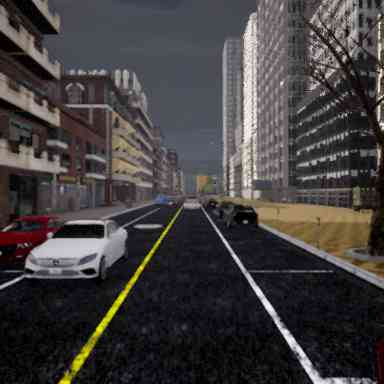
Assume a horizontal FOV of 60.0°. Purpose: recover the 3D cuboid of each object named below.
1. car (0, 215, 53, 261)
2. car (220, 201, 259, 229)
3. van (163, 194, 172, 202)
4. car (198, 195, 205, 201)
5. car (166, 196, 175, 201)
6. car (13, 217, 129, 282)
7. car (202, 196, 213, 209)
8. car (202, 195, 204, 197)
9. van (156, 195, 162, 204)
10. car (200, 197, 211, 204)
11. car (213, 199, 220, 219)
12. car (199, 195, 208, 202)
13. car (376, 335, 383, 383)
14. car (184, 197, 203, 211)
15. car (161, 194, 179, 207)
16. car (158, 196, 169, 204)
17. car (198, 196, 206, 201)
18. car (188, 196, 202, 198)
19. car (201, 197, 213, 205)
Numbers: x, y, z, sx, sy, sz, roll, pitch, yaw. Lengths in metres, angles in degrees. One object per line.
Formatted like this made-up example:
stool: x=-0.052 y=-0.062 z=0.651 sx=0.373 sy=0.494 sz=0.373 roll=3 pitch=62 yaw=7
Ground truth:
car: x=-5.691 y=1.555 z=11.999 sx=1.887 sy=1.381 sz=4.507 roll=0 pitch=0 yaw=0
car: x=3.136 y=1.519 z=21.911 sx=1.837 sy=1.490 sz=4.892 roll=0 pitch=0 yaw=0
van: x=-5.720 y=1.446 z=78.274 sx=1.690 sy=1.788 sz=3.998 roll=0 pitch=0 yaw=0
car: x=2.652 y=1.687 z=94.846 sx=1.887 sy=1.381 sz=4.507 roll=0 pitch=0 yaw=0
car: x=-5.726 y=1.681 z=89.319 sx=2.008 sy=1.369 sz=4.403 roll=0 pitch=0 yaw=0
car: x=-3.094 y=1.533 z=9.883 sx=1.812 sy=1.442 sz=4.674 roll=0 pitch=0 yaw=0
car: x=2.675 y=1.609 z=45.140 sx=1.947 sy=1.339 sz=4.313 roll=0 pitch=0 yaw=0
car: x=2.670 y=1.502 z=56.186 sx=1.967 sy=1.590 sz=4.097 roll=0 pitch=0 yaw=0
van: x=-5.713 y=1.415 z=61.707 sx=1.690 sy=1.788 sz=3.998 roll=0 pitch=0 yaw=0
car: x=2.665 y=1.632 z=67.232 sx=2.008 sy=1.369 sz=4.403 roll=0 pitch=0 yaw=0
car: x=3.128 y=1.499 z=28.912 sx=1.882 sy=1.535 sz=5.008 roll=0 pitch=0 yaw=0
car: x=2.660 y=1.543 z=78.277 sx=1.967 sy=1.590 sz=4.097 roll=0 pitch=0 yaw=0
car: x=2.696 y=1.315 z=0.957 sx=2.192 sy=1.841 sz=5.009 roll=0 pitch=0 yaw=0
car: x=0.002 y=1.639 z=40.514 sx=1.895 sy=1.301 sz=4.718 roll=0 pitch=0 yaw=0
car: x=-3.094 y=1.547 z=51.614 sx=2.128 sy=1.511 sz=4.902 roll=0 pitch=0 yaw=0
car: x=-5.716 y=1.628 z=67.229 sx=1.887 sy=1.381 sz=4.507 roll=0 pitch=0 yaw=0
car: x=2.655 y=1.694 z=89.323 sx=1.947 sy=1.339 sz=4.313 roll=0 pitch=0 yaw=0
car: x=0.030 y=1.407 z=51.447 sx=2.097 sy=1.767 sz=4.553 roll=0 pitch=0 yaw=-3
car: x=2.667 y=1.622 z=61.709 sx=2.008 sy=1.369 sz=4.403 roll=0 pitch=0 yaw=0
